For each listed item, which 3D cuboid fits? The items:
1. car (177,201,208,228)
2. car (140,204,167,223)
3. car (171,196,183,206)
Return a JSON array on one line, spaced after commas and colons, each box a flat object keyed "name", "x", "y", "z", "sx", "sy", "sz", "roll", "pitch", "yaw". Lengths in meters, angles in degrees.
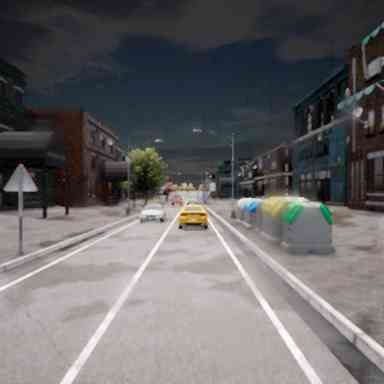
[{"name": "car", "x": 0.086, "y": 1.644, "z": 23.525, "sx": 1.882, "sy": 1.535, "sz": 5.008, "roll": 0, "pitch": 0, "yaw": 0}, {"name": "car", "x": -3.113, "y": 1.711, "z": 27.307, "sx": 1.812, "sy": 1.442, "sz": 4.674, "roll": 0, "pitch": -1, "yaw": 0}, {"name": "car", "x": -3.043, "y": 1.821, "z": 68.750, "sx": 2.150, "sy": 2.045, "sz": 5.566, "roll": 0, "pitch": 0, "yaw": 0}]
